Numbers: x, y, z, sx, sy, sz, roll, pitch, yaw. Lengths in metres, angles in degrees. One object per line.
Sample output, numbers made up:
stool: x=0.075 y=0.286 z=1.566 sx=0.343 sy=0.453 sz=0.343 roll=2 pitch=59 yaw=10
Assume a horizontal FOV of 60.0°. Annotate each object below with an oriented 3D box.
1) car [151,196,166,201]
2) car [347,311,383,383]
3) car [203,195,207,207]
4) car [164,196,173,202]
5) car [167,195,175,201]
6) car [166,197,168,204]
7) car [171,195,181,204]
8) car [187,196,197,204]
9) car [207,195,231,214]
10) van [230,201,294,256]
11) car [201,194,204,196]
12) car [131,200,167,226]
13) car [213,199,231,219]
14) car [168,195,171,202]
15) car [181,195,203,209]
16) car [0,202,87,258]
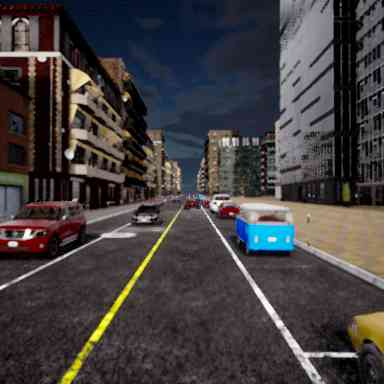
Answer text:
car: x=-5.675 y=1.646 z=52.051 sx=1.887 sy=1.381 sz=4.507 roll=1 pitch=0 yaw=0
car: x=2.701 y=1.529 z=2.090 sx=1.752 sy=1.417 sz=4.829 roll=1 pitch=0 yaw=0
car: x=2.705 y=1.646 z=52.048 sx=1.887 sy=1.381 sz=4.507 roll=1 pitch=0 yaw=0
car: x=-5.673 y=1.742 z=79.899 sx=1.802 sy=1.307 sz=4.206 roll=1 pitch=0 yaw=0
car: x=-5.675 y=1.624 z=91.039 sx=1.967 sy=1.590 sz=4.097 roll=1 pitch=0 yaw=0
car: x=-5.675 y=1.679 z=57.620 sx=1.947 sy=1.339 sz=4.313 roll=1 pitch=0 yaw=0
car: x=-3.004 y=1.728 z=65.556 sx=1.895 sy=1.301 sz=4.718 roll=0 pitch=0 yaw=0
car: x=0.005 y=1.467 z=65.117 sx=1.812 sy=1.442 sz=4.674 roll=0 pitch=0 yaw=0
car: x=3.109 y=1.297 z=36.149 sx=2.150 sy=2.045 sz=5.566 roll=0 pitch=0 yaw=0
van: x=2.705 y=1.365 z=13.062 sx=1.690 sy=1.788 sz=3.998 roll=1 pitch=0 yaw=0
car: x=2.706 y=1.675 z=63.188 sx=2.008 sy=1.369 sz=4.403 roll=1 pitch=0 yaw=0
car: x=-3.098 y=1.570 z=23.781 sx=1.812 sy=1.442 sz=4.674 roll=0 pitch=0 yaw=0
car: x=3.150 y=1.581 z=29.118 sx=1.812 sy=1.442 sz=4.674 roll=0 pitch=0 yaw=0
car: x=-5.672 y=1.565 z=63.190 sx=1.967 sy=1.590 sz=4.097 roll=1 pitch=0 yaw=0
car: x=0.004 y=1.439 z=43.817 sx=2.033 sy=1.411 sz=5.357 roll=0 pitch=0 yaw=0
car: x=-5.675 y=1.339 z=13.063 sx=2.192 sy=1.841 sz=5.009 roll=1 pitch=0 yaw=0
